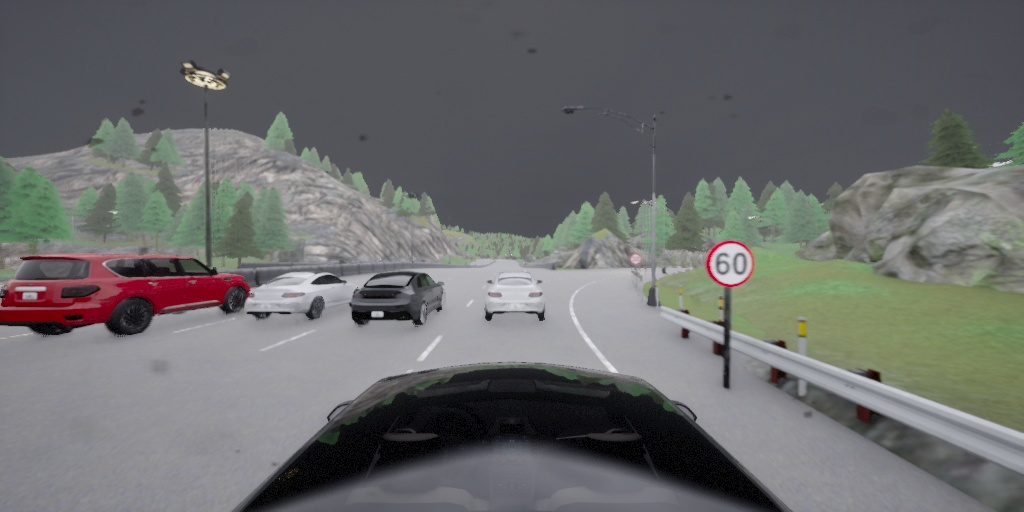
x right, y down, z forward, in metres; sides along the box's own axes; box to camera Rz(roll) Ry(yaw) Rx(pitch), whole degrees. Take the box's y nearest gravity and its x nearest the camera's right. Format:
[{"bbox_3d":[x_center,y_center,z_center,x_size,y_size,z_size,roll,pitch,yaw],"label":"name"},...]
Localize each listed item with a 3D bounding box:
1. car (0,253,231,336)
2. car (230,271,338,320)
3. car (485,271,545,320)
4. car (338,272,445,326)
[{"bbox_3d":[-10.405,0.952,10.423,2.150,2.045,5.566,0,0,0],"label":"car"},{"bbox_3d":[-6.902,1.253,12.366,1.812,1.442,4.674,0,0,0],"label":"car"},{"bbox_3d":[0.096,1.253,12.362,1.812,1.442,4.674,0,0,0],"label":"car"},{"bbox_3d":[-3.404,1.234,11.493,1.837,1.490,4.892,0,0,0],"label":"car"}]
